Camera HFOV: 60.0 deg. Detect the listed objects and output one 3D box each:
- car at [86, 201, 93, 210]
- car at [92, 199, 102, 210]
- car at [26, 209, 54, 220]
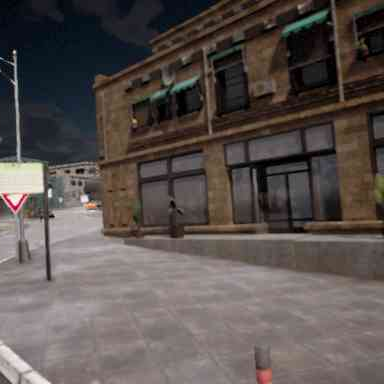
[{"bbox_3d":[-18.556,2.423,64.605,2.097,1.767,4.553,-5,2,18],"label":"car"},{"bbox_3d":[-15.832,2.059,63.378,2.150,2.045,5.566,-5,2,20],"label":"car"},{"bbox_3d":[-20.597,2.996,45.013,4.181,1.385,1.994,-5,-2,36],"label":"car"}]
